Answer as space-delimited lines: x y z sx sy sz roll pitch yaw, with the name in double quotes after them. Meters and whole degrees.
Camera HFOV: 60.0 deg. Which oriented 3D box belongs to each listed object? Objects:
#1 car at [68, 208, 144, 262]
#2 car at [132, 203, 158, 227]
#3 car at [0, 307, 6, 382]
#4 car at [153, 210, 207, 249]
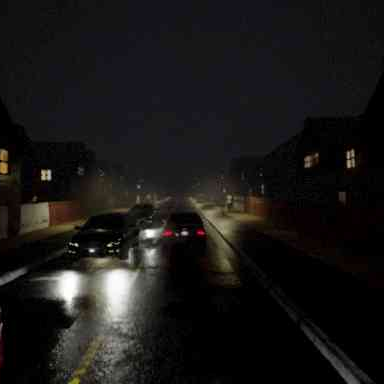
-3.133 1.566 12.611 1.837 1.490 4.892 -1 0 -2 "car"
-3.426 1.576 23.510 1.837 1.490 4.892 -1 0 -1 "car"
-2.841 1.523 1.416 1.882 1.535 5.008 -1 0 -1 "car"
-0.344 1.566 14.664 2.033 1.411 5.357 -1 0 -2 "car"
